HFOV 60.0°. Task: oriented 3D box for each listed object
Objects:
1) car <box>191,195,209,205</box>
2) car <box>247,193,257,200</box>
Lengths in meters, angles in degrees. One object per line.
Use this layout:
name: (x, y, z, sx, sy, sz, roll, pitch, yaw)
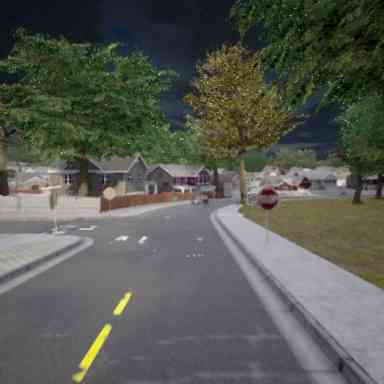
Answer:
car: (1.246, 1.208, 49.516, 2.128, 1.511, 4.902, 1, 2, 16)
car: (13.001, 0.971, 72.890, 1.837, 1.490, 4.892, 2, 2, 35)
